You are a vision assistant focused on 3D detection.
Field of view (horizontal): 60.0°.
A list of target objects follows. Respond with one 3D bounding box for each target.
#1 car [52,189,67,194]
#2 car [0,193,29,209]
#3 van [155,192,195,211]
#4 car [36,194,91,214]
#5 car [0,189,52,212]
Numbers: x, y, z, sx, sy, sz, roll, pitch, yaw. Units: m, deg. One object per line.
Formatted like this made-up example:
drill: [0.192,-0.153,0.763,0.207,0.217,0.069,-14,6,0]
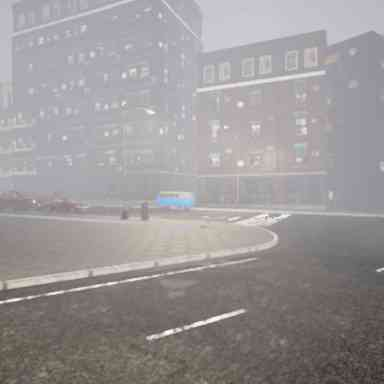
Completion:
car: [-17.062,0.604,39.674,5.009,1.841,2.192,1,0,24]
car: [-19.326,0.869,34.343,4.674,1.442,1.812,1,1,24]
van: [-1.667,0.870,32.712,3.998,1.788,1.690,1,0,24]
car: [-10.350,1.106,27.439,4.206,1.307,1.802,1,0,24]
car: [-15.477,0.759,29.761,5.009,1.841,2.192,1,0,24]
